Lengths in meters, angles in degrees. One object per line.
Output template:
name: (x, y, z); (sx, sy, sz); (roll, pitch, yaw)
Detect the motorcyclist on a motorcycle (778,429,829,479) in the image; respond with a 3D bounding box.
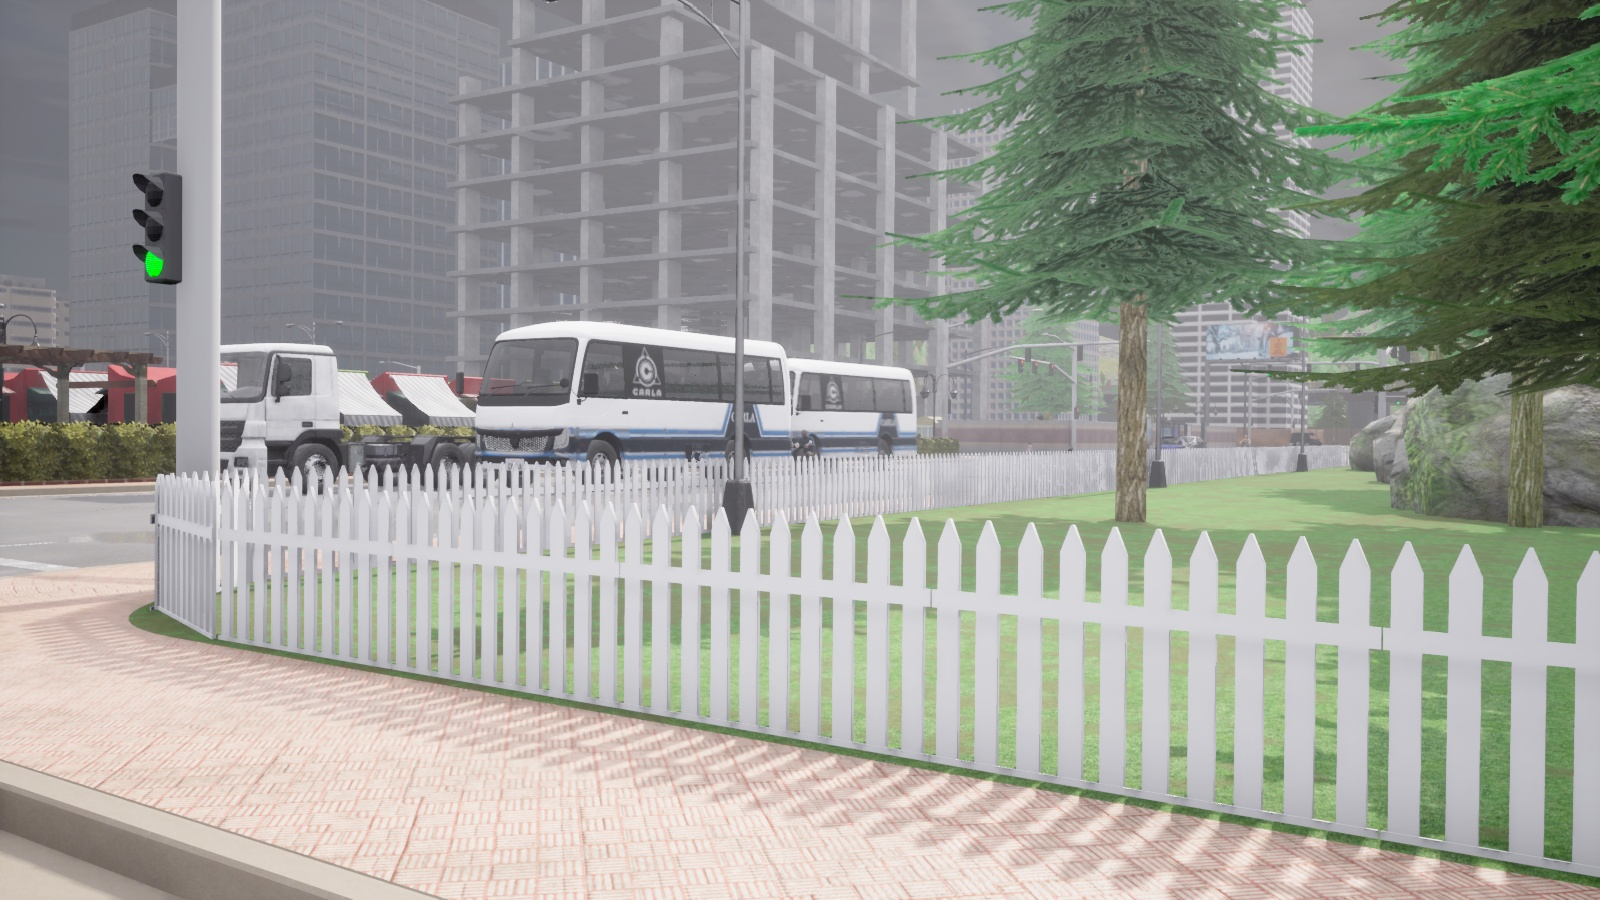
motorcyclist on a motorcycle: (0.136, 0.121, 41.217); (0.866, 1.590, 1.817); (0, 1, 30)

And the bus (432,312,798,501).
bus: (-4.467, -1.065, 33.699); (3.944, 4.253, 10.273); (0, 1, 32)

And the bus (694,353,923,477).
bus: (0.617, -1.311, 48.357); (3.944, 4.253, 10.273); (0, 1, 32)

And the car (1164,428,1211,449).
car: (28.794, -0.845, 93.194); (2.128, 1.511, 4.902); (0, 1, 32)

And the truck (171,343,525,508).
truck: (-10.611, -0.571, 30.501); (2.891, 3.462, 7.936); (0, 1, 32)

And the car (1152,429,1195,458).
car: (19.995, -0.363, 67.167); (1.816, 1.474, 4.193); (0, 1, 22)
